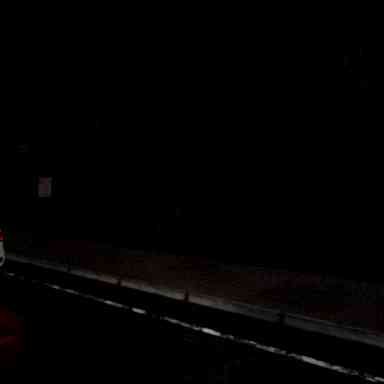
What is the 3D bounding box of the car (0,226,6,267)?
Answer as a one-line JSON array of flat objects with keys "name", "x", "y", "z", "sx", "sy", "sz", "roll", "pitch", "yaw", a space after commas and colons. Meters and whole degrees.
[{"name": "car", "x": -7.127, "y": 1.219, "z": 8.778, "sx": 5.566, "sy": 2.045, "sz": 2.150, "roll": 0, "pitch": 0, "yaw": 36}]
